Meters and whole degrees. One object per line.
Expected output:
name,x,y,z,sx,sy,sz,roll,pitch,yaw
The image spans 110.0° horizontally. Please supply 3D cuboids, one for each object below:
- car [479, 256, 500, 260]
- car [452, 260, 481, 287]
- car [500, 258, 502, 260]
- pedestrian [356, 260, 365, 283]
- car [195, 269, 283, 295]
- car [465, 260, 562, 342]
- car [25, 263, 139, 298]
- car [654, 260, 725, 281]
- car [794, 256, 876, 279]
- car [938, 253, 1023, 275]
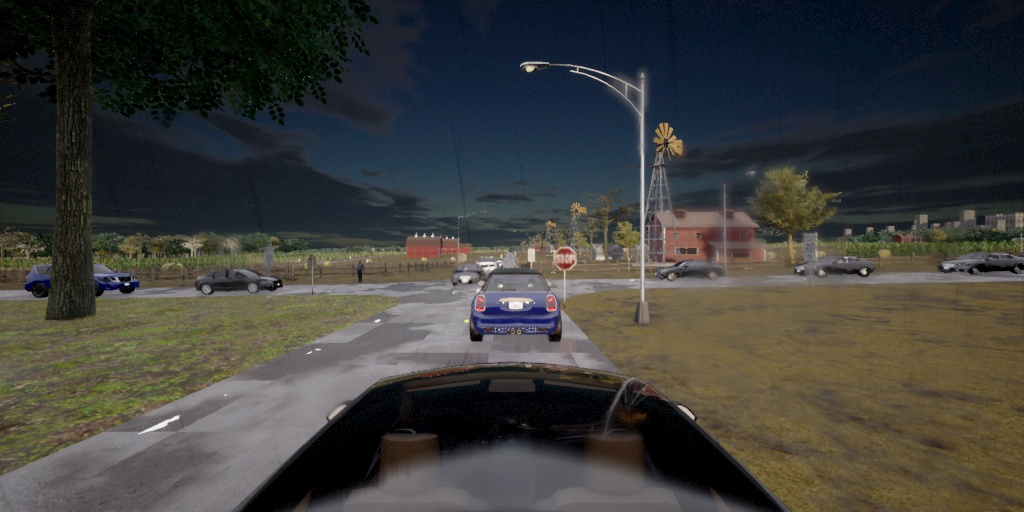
car,-2.905,1.053,41.096,2.150,2.045,5.566,0,-1,0
car,-2.884,1.267,24.504,2.128,1.511,4.902,0,0,0
car,-2.899,1.475,55.038,2.033,1.411,5.357,0,-1,0
pedestrian,-12.195,1.215,28.764,0.375,1.860,0.375,0,2,0
car,-17.291,1.598,22.814,4.892,1.490,1.837,-1,1,0
car,0.085,1.104,9.976,2.097,1.767,4.553,0,0,0
car,-27.286,1.499,22.845,5.566,2.045,2.150,-1,1,0
car,12.658,0.994,25.690,4.674,1.442,1.812,-1,1,2
car,22.967,0.755,25.608,4.902,1.511,2.128,-1,1,0
car,33.480,0.539,25.558,4.902,1.511,2.128,-1,1,0
